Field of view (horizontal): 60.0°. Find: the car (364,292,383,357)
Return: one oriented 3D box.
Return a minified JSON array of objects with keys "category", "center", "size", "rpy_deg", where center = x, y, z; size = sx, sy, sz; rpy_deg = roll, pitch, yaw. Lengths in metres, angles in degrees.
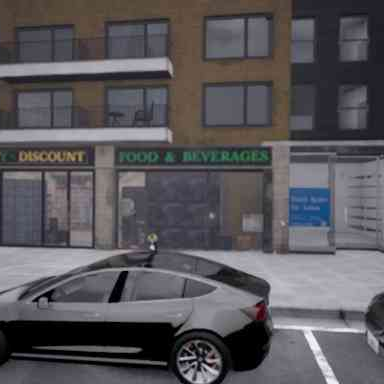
[{"category":"car","center":[4.497,1.569,3.999],"size":[4.313,1.339,1.947],"rpy_deg":[0,1,8]}]

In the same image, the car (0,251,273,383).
[{"category":"car","center":[-1.038,1.569,4.749],"size":[4.313,1.339,1.947],"rpy_deg":[0,1,8]}]
